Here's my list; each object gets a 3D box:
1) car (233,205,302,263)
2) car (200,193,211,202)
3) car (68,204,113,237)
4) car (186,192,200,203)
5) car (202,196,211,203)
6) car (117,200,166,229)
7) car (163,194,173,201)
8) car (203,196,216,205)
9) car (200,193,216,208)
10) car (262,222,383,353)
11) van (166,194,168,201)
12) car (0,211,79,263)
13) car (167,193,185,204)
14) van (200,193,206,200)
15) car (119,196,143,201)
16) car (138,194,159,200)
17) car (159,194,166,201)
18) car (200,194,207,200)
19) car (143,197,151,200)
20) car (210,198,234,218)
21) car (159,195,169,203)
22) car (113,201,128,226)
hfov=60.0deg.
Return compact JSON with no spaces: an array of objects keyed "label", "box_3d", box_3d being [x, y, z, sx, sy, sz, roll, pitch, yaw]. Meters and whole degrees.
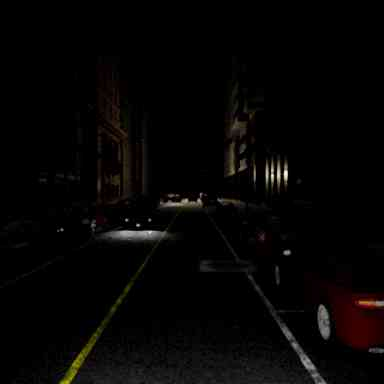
[{"label":"car","box_3d":[2.789,1.412,11.781,1.967,1.590,4.097,0,0,0]},{"label":"car","box_3d":[2.908,1.155,73.404,2.192,1.841,5.009,0,0,0]},{"label":"car","box_3d":[-5.725,1.398,17.390,1.967,1.590,4.097,0,0,0]},{"label":"car","box_3d":[0.124,1.334,64.033,1.882,1.535,5.008,0,0,0]},{"label":"car","box_3d":[2.896,1.432,67.802,1.802,1.307,4.206,0,0,0]},{"label":"car","box_3d":[-3.057,1.495,21.526,2.033,1.411,5.357,0,0,0]},{"label":"car","box_3d":[-5.607,1.270,79.009,1.967,1.590,4.097,0,0,0]},{"label":"car","box_3d":[2.875,1.421,56.598,2.008,1.369,4.403,0,0,0]},{"label":"car","box_3d":[2.475,1.246,45.215,2.097,1.767,4.553,0,0,0]},{"label":"car","box_3d":[2.778,1.530,6.180,1.887,1.381,4.507,0,0,0]},{"label":"van","box_3d":[-5.639,1.200,62.202,1.690,1.788,3.998,0,0,0]},{"label":"car","box_3d":[-5.737,1.553,11.788,1.802,1.307,4.206,0,0,0]},{"label":"car","box_3d":[-2.914,1.353,61.925,2.128,1.511,4.902,0,0,1]},{"label":"van","box_3d":[2.940,1.154,90.210,1.690,1.788,3.998,0,0,0]},{"label":"car","box_3d":[-5.704,1.372,28.593,1.967,1.590,4.097,0,0,0]},{"label":"car","box_3d":[-5.682,1.221,39.796,2.192,1.841,5.009,0,0,0]},{"label":"car","box_3d":[-5.660,1.196,51.000,2.192,1.841,5.009,0,0,0]},{"label":"car","box_3d":[2.929,1.346,84.779,1.752,1.417,4.829,0,0,0]},{"label":"car","box_3d":[-5.693,1.484,34.195,1.947,1.339,4.313,0,0,0]},{"label":"car","box_3d":[2.821,1.477,28.588,1.887,1.381,4.507,0,0,0]},{"label":"car","box_3d":[-5.629,1.375,67.634,1.752,1.417,4.829,0,0,0]},{"label":"car","box_3d":[-5.715,1.511,22.992,1.947,1.339,4.313,0,0,0]}]
